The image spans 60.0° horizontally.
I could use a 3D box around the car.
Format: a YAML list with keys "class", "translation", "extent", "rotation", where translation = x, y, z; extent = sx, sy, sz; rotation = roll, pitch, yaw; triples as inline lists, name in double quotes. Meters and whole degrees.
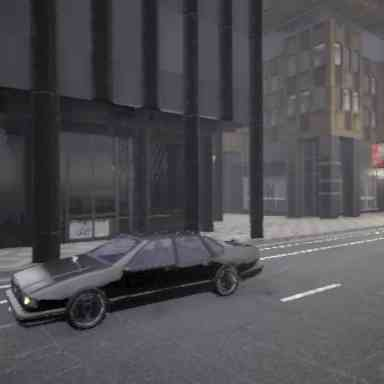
- class: "car"
  translation: [-0.836, 1.550, 7.061]
  extent: [5.357, 1.411, 2.033]
  rotation: [0, 0, -35]
